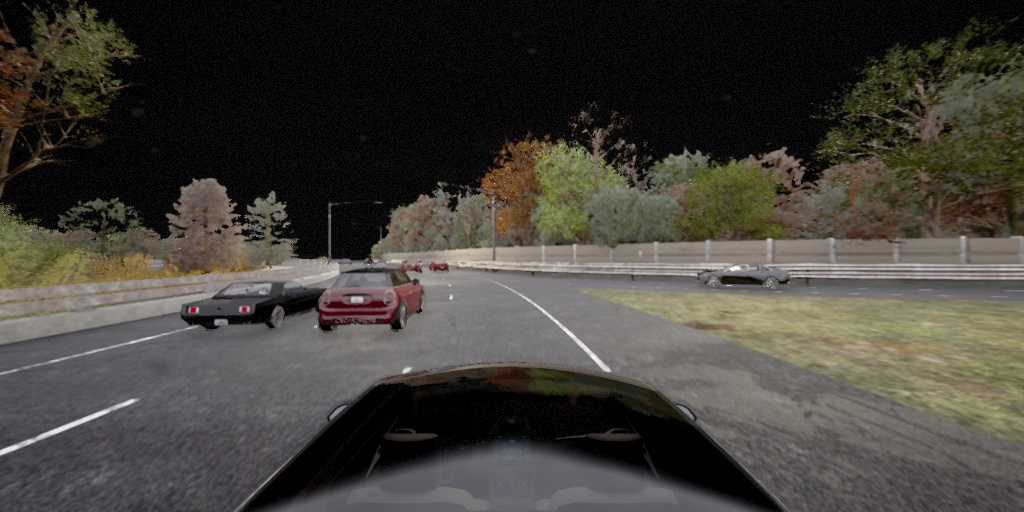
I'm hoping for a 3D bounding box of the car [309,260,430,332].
[{"bbox_3d":[-4.068,1.127,11.185,2.097,1.767,4.553,0,0,-4],"label":"car"}]

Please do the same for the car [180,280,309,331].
[{"bbox_3d":[-7.528,1.392,11.274,1.895,1.301,4.718,0,0,-5],"label":"car"}]

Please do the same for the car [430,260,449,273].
[{"bbox_3d":[-9.555,1.303,46.517,1.882,1.535,5.008,0,0,-23],"label":"car"}]

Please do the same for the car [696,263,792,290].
[{"bbox_3d":[13.973,1.191,21.898,4.902,1.511,2.128,0,0,25],"label":"car"}]
